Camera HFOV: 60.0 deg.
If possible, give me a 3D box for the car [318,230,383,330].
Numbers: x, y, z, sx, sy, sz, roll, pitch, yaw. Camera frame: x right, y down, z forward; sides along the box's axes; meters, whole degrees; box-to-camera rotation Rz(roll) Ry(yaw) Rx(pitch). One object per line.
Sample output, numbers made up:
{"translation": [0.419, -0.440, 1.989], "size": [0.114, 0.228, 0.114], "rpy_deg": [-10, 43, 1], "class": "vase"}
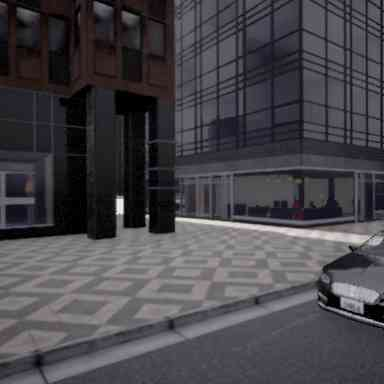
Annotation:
{"translation": [4.463, 1.466, 6.540], "size": [4.902, 1.511, 2.128], "rpy_deg": [0, 0, -35], "class": "car"}
